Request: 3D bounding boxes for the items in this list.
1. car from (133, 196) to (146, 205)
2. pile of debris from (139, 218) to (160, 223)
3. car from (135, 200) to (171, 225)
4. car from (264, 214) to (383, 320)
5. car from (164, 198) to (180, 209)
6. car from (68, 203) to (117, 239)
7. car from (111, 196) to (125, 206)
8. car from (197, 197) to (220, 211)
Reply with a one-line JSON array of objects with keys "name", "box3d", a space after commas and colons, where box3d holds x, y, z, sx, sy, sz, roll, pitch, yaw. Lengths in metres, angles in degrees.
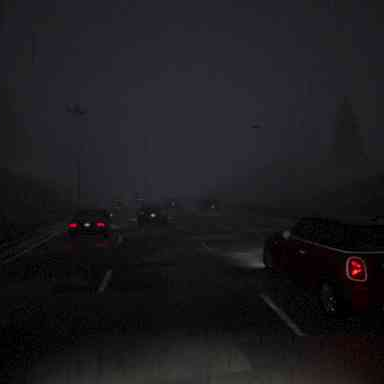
[{"name": "car", "box3d": [-8.570, 1.388, 54.811, 2.128, 1.511, 4.902, -1, 0, -12]}, {"name": "pile of debris", "box3d": [-3.198, 2.118, 24.989, 1.500, 0.140, 1.860, -1, 0, -10]}, {"name": "car", "box3d": [-2.893, 1.505, 23.734, 1.994, 1.385, 4.181, -1, 0, -10]}, {"name": "car", "box3d": [3.186, 1.271, 7.411, 2.097, 1.767, 4.553, -1, 0, -6]}, {"name": "car", "box3d": [-2.704, 1.422, 43.058, 1.994, 1.385, 4.181, -1, 0, -10]}, {"name": "car", "box3d": [-5.284, 1.554, 17.648, 2.033, 1.411, 5.357, -1, 0, -11]}, {"name": "car", "box3d": [-11.724, 1.459, 52.803, 1.837, 1.490, 4.892, -1, 0, -12]}, {"name": "car", "box3d": [1.808, 1.316, 37.683, 1.837, 1.490, 4.892, -1, 0, -10]}]
